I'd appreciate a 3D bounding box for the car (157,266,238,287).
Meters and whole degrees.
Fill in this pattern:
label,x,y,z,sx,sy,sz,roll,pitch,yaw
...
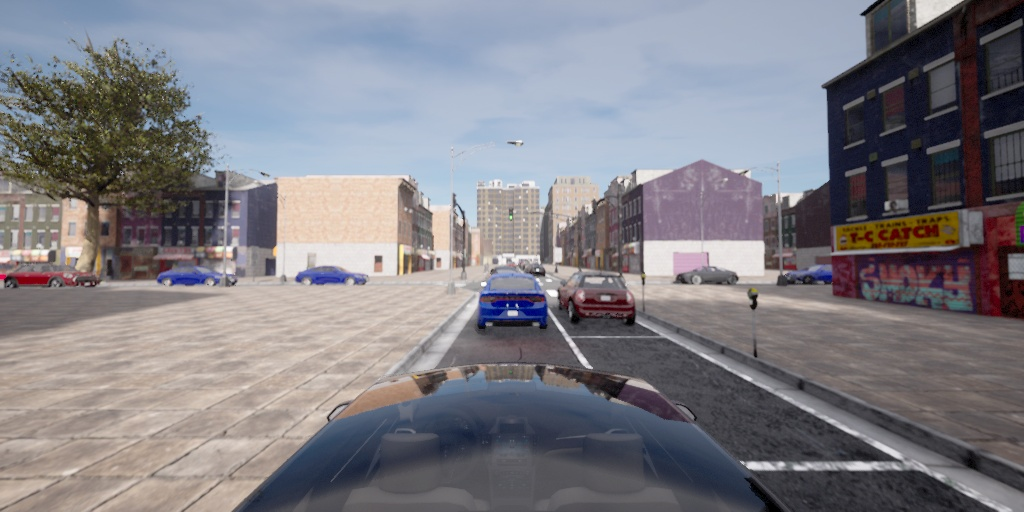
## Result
label,x,y,z,sx,sy,sz,roll,pitch,yaw
car,-21.195,1.408,24.228,4.674,1.442,1.812,-1,-2,1

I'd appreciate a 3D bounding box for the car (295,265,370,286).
label,x,y,z,sx,sy,sz,roll,pitch,yaw
car,-12.053,1.342,24.171,4.674,1.442,1.812,0,-2,0

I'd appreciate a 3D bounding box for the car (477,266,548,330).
label,x,y,z,sx,sy,sz,roll,pitch,yaw
car,0.011,1.261,11.283,1.882,1.535,5.008,0,0,0

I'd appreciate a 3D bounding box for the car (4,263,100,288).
label,x,y,z,sx,sy,sz,roll,pitch,yaw
car,-30.993,1.339,24.305,4.553,1.767,2.097,-1,-2,0

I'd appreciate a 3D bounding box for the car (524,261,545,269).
label,x,y,z,sx,sy,sz,roll,pitch,yaw
car,2.637,1.502,38.863,1.948,1.339,4.313,0,0,0

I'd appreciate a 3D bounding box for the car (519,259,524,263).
label,x,y,z,sx,sy,sz,roll,pitch,yaw
car,2.636,1.707,60.610,1.948,1.339,4.313,0,0,0

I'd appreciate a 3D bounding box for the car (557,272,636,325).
label,x,y,z,sx,sy,sz,roll,pitch,yaw
car,2.639,1.227,12.119,1.967,1.591,4.097,0,0,0

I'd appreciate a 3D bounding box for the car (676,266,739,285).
label,x,y,z,sx,sy,sz,roll,pitch,yaw
car,14.609,1.433,26.953,4.181,1.385,1.994,0,-2,0

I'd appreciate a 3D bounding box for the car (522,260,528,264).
label,x,y,z,sx,sy,sz,roll,pitch,yaw
car,2.637,1.546,44.299,1.948,1.339,4.313,0,0,0

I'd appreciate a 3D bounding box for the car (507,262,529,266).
label,x,y,z,sx,sy,sz,roll,pitch,yaw
car,-0.497,1.302,20.634,1.812,1.442,4.674,-1,1,-10

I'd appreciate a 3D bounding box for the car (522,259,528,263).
label,x,y,z,sx,sy,sz,roll,pitch,yaw
car,2.637,1.555,49.905,1.751,1.417,4.829,0,0,0

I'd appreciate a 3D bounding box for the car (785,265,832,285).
label,x,y,z,sx,sy,sz,roll,pitch,yaw
car,23.063,1.390,26.898,4.674,1.442,1.812,0,-2,0
